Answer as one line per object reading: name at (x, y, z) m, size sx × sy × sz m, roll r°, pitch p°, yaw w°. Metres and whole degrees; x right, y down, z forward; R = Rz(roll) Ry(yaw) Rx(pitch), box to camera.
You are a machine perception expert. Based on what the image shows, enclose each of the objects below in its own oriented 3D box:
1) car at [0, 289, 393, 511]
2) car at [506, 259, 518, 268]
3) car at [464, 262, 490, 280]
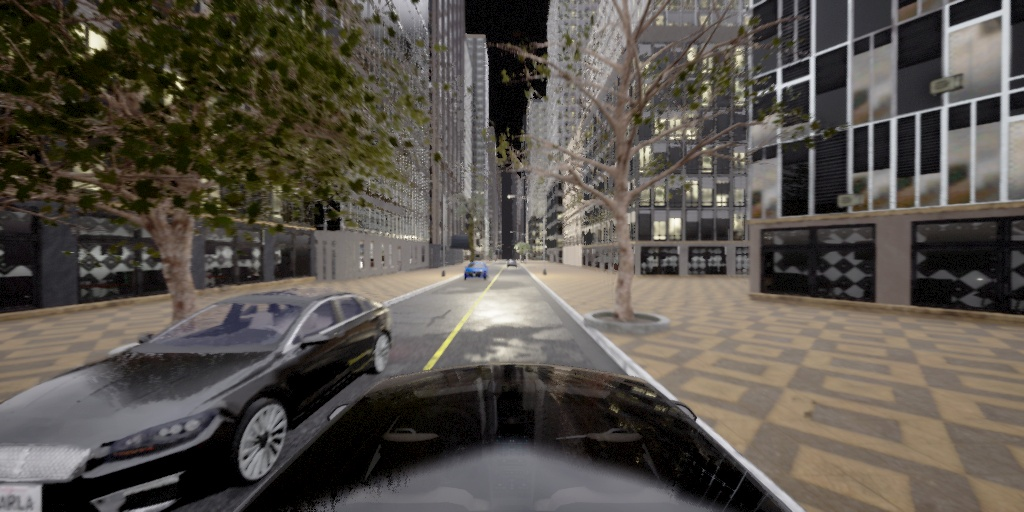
car at (-3.087, 1.241, 4.672) m, size 2.128 × 1.511 × 4.902 m, roll 0°, pitch 0°, yaw 0°
car at (-0.001, 1.351, 62.485) m, size 2.033 × 1.411 × 5.357 m, roll 0°, pitch 0°, yaw 0°
car at (-3.001, 1.252, 31.082) m, size 1.882 × 1.535 × 5.008 m, roll 0°, pitch 0°, yaw 0°
